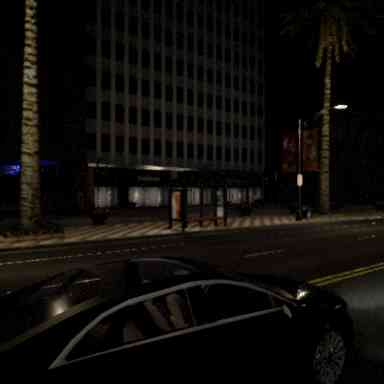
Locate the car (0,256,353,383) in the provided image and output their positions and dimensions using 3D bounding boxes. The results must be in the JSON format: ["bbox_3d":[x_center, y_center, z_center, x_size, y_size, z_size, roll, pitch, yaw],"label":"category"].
[{"bbox_3d":[-0.161,1.492,3.633,4.902,1.511,2.128,0,0,-36],"label":"car"}]
